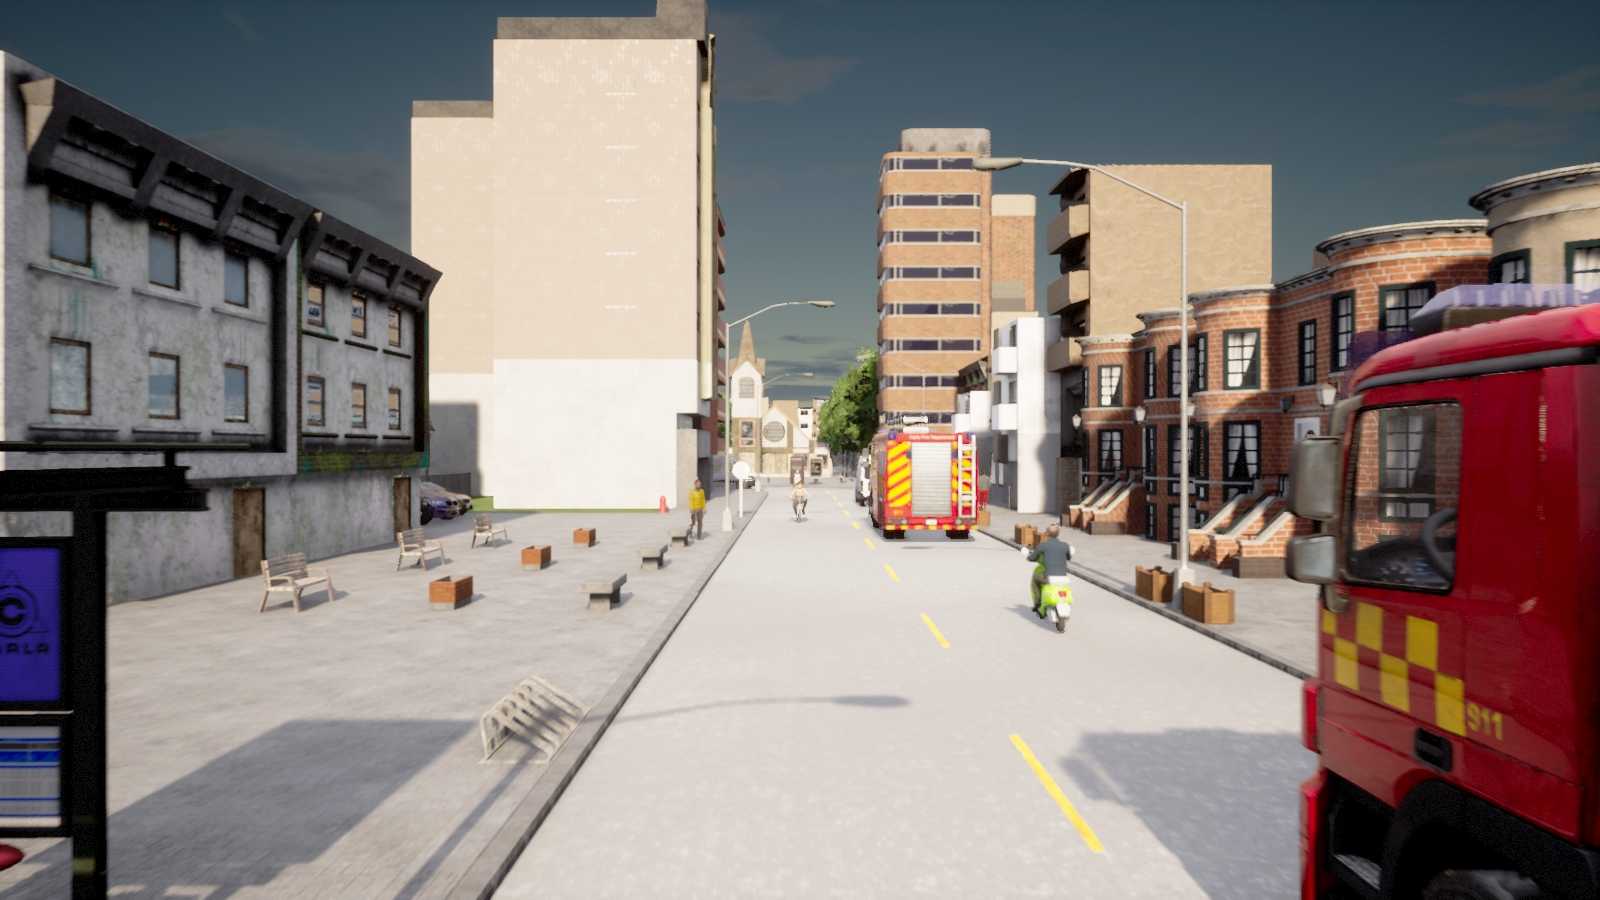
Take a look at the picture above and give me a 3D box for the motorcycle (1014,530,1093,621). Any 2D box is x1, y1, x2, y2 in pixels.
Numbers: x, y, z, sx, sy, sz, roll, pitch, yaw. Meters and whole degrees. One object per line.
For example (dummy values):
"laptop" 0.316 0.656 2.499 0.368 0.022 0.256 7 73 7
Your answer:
"motorcycle" 3.999 1.961 18.177 0.856 1.236 1.805 0 0 0

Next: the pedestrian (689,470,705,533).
"pedestrian" -3.065 1.522 33.966 0.375 1.860 0.375 0 0 -28

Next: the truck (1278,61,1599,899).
"truck" 4.006 0.670 1.881 2.891 3.827 8.468 0 0 0

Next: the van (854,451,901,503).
"van" 3.949 1.313 59.173 1.988 2.561 5.915 0 0 0

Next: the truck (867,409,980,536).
"truck" 3.986 0.670 38.751 2.891 3.827 8.468 0 0 0

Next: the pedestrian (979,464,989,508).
"pedestrian" 7.837 1.514 48.638 0.375 1.860 0.375 0 0 3
